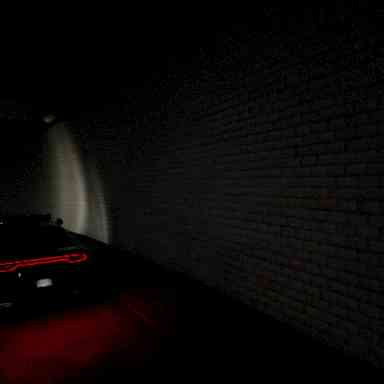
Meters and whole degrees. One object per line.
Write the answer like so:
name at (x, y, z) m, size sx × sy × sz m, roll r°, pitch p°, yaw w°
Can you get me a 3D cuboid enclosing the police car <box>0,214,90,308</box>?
police car at (-3.955, 1.355, 7.911) m, size 1.930 × 1.638 × 5.238 m, roll -2°, pitch 1°, yaw -33°
